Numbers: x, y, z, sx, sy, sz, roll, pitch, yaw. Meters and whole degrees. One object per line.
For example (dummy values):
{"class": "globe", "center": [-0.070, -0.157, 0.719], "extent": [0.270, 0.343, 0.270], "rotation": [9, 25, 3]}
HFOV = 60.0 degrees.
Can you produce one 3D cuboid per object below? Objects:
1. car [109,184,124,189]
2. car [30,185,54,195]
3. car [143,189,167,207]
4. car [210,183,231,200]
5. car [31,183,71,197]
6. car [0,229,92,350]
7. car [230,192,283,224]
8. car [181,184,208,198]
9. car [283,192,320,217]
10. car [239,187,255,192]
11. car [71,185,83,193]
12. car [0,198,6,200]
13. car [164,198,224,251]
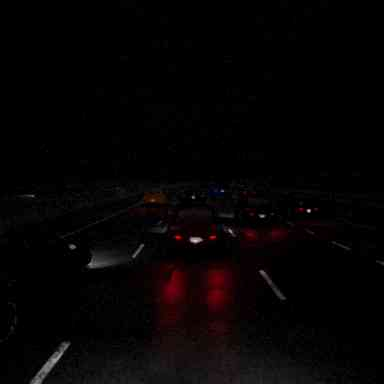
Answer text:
{"class": "car", "center": [-14.033, -0.772, 61.788], "extent": [2.097, 1.767, 4.553], "rotation": [0, 2, 1]}
{"class": "car", "center": [-24.547, -0.322, 54.586], "extent": [1.812, 1.442, 4.674], "rotation": [0, 2, 1]}
{"class": "car", "center": [-3.400, 0.478, 31.169], "extent": [1.882, 1.535, 5.008], "rotation": [0, 2, 0]}
{"class": "car", "center": [3.500, -0.108, 40.613], "extent": [2.150, 2.045, 5.566], "rotation": [0, 2, 0]}
{"class": "car", "center": [-17.585, -0.145, 41.663], "extent": [2.150, 2.045, 5.566], "rotation": [0, 2, 0]}
{"class": "car", "center": [-3.401, 1.372, 5.835], "extent": [2.033, 1.411, 5.357], "rotation": [0, 2, 0]}
{"class": "car", "center": [3.500, 0.937, 18.865], "extent": [1.812, 1.442, 4.674], "rotation": [0, 2, 0]}
{"class": "car", "center": [0.100, 0.410, 29.511], "extent": [2.097, 1.767, 4.553], "rotation": [0, 2, 0]}
{"class": "car", "center": [7.098, 0.792, 22.619], "extent": [1.837, 1.490, 4.892], "rotation": [0, 2, 0]}
{"class": "car", "center": [7.099, 0.112, 42.909], "extent": [1.812, 1.442, 4.674], "rotation": [0, 2, 0]}
{"class": "car", "center": [-21.031, -0.477, 59.232], "extent": [2.033, 1.411, 5.357], "rotation": [0, 2, 1]}
{"class": "car", "center": [-14.099, 0.864, 21.756], "extent": [2.033, 1.411, 5.357], "rotation": [0, 2, 0]}
{"class": "car", "center": [0.100, 1.157, 12.046], "extent": [1.812, 1.442, 4.674], "rotation": [0, 2, 0]}
